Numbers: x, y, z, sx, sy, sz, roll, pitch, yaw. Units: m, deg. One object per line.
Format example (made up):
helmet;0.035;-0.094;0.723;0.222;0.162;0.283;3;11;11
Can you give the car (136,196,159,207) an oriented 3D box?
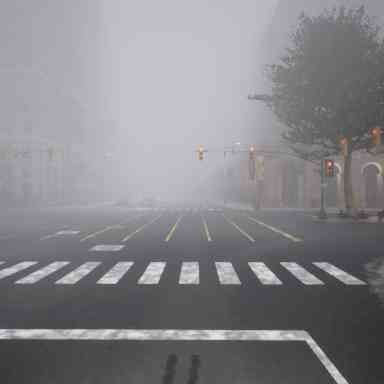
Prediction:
car;-6.727;1.491;50.290;2.128;1.511;4.902;0;0;0

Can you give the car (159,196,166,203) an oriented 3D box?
car;-6.495;1.524;66.654;1.812;1.442;4.674;0;0;2

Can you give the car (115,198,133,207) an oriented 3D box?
car;-10.235;1.547;50.605;2.033;1.411;5.357;0;0;1

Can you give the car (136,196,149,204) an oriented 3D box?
car;-9.987;1.524;66.921;1.812;1.442;4.674;0;0;1
